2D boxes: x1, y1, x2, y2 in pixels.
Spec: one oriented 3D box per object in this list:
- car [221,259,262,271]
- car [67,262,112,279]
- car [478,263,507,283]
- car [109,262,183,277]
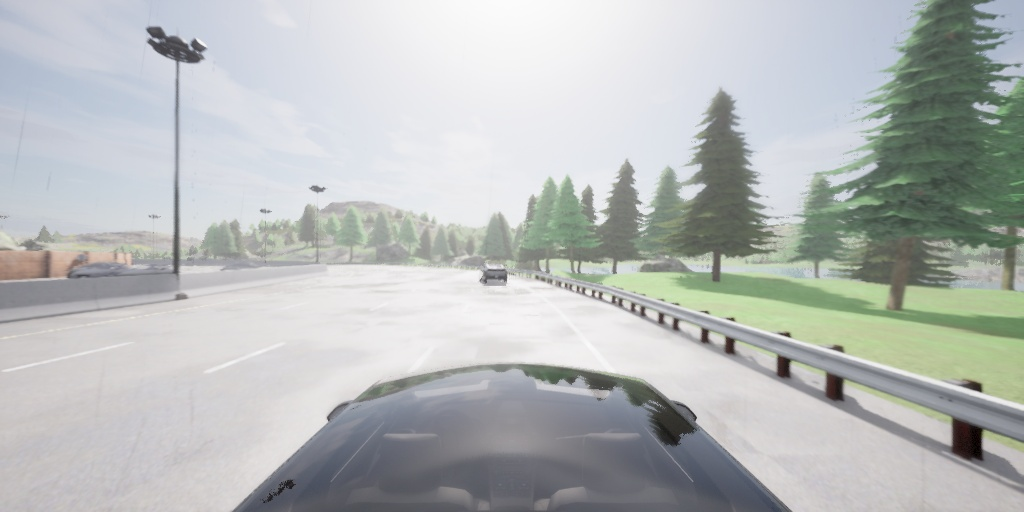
[{"bbox_3d":[-24.573,1.258,32.732,1.882,1.535,5.008,0,0,-18],"label":"car"},{"bbox_3d":[-30.161,1.307,26.749,1.994,1.385,4.181,0,0,-14],"label":"car"},{"bbox_3d":[-1.596,1.333,28.931,2.128,1.511,4.902,1,0,-11],"label":"car"},{"bbox_3d":[-26.522,1.317,26.466,1.994,1.385,4.181,0,0,-14],"label":"car"}]
